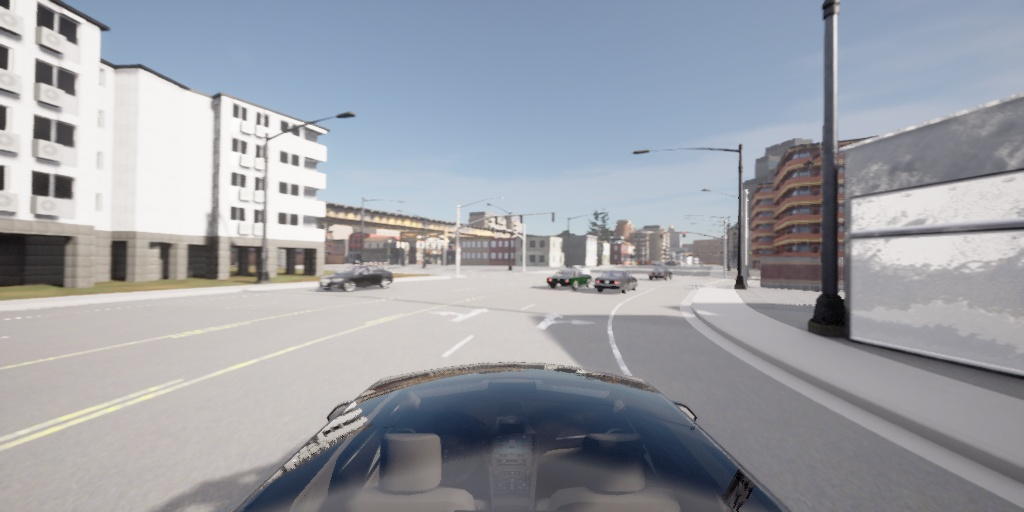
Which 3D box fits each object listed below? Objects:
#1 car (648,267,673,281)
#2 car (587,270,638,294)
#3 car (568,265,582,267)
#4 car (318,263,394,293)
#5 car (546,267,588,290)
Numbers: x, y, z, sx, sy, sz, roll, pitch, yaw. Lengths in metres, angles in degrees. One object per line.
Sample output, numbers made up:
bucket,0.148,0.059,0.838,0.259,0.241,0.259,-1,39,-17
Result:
car,16.747,1.984,40.352,2.033,1.411,5.357,0,-1,33
car,7.033,1.672,24.051,2.033,1.411,5.357,0,-1,30
car,7.700,1.887,44.910,1.812,1.442,4.674,1,-1,-32
car,-9.529,1.362,22.314,2.128,1.511,4.902,0,-1,24
car,4.296,1.714,26.276,1.895,1.301,4.718,0,-1,30
